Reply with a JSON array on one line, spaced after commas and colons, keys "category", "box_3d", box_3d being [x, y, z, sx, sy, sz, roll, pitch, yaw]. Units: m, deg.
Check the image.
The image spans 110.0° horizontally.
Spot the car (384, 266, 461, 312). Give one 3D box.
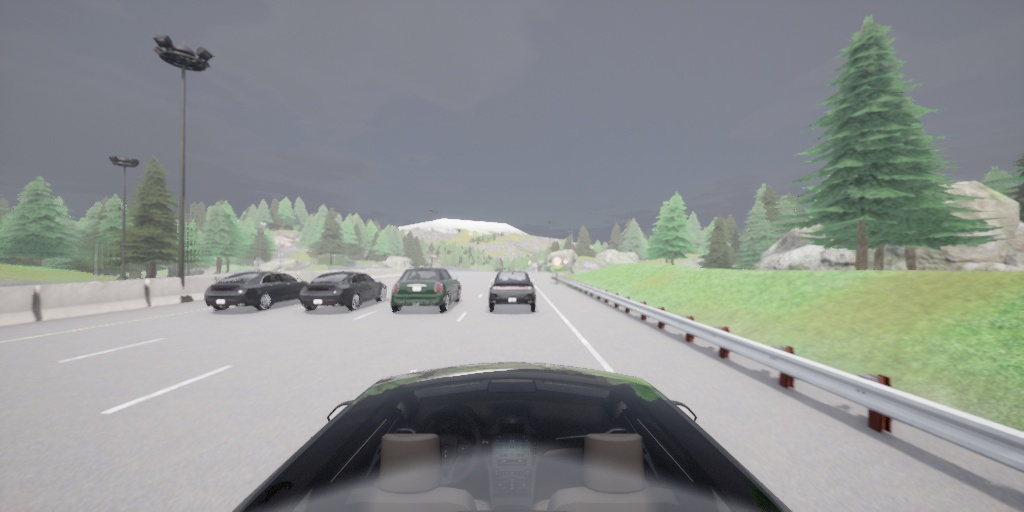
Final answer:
[{"category": "car", "box_3d": [-3.471, 1.250, 15.262, 2.097, 1.767, 4.553, 0, -1, 0]}]

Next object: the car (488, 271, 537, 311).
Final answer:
[{"category": "car", "box_3d": [0.029, 1.392, 15.340, 2.128, 1.511, 4.902, 0, 0, 1]}]

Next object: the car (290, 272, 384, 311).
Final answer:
[{"category": "car", "box_3d": [-6.971, 1.406, 15.333, 1.837, 1.490, 4.892, 0, 0, 1]}]

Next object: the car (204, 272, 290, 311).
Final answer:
[{"category": "car", "box_3d": [-10.471, 1.404, 15.335, 1.837, 1.490, 4.892, 0, 0, 1]}]
